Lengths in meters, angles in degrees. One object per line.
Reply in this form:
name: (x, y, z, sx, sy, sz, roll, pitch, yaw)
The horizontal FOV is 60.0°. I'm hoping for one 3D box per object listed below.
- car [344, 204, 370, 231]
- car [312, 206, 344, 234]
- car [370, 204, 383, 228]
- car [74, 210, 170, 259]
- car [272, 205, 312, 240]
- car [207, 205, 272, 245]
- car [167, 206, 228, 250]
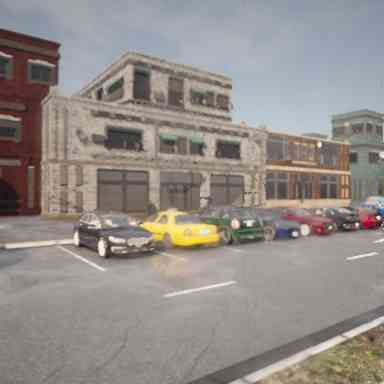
car: (8.044, 1.606, 20.999, 2.231, 1.521, 4.892, 1, 0, -35)
car: (5.774, 1.582, 19.396, 2.097, 1.535, 5.008, 1, 0, -35)
car: (10.286, 1.656, 22.640, 2.163, 1.488, 4.792, 1, 0, -35)
car: (-3.177, 1.505, 13.017, 2.231, 1.521, 4.892, 0, 0, -35)
car: (3.531, 1.591, 17.755, 2.163, 1.488, 4.792, 1, 0, -35)
car: (1.274, 1.416, 16.148, 2.185, 1.767, 4.553, 1, 0, -36)
car: (-1.018, 1.520, 14.777, 1.946, 1.575, 5.366, 0, 0, -35)
